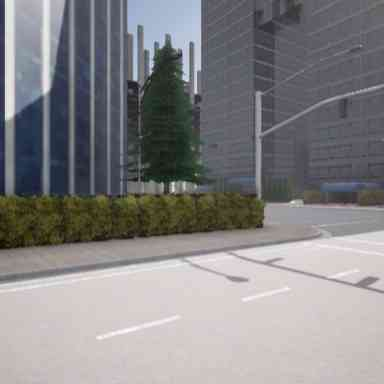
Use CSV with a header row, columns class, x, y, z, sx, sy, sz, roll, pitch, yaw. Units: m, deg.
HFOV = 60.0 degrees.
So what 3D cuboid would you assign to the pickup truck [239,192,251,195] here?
class,x,y,z,sx,sy,sz,roll,pitch,yaw
pickup truck,10.458,1.015,64.764,2.390,2.098,6.274,0,0,-6
